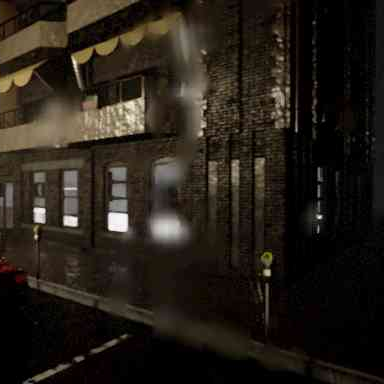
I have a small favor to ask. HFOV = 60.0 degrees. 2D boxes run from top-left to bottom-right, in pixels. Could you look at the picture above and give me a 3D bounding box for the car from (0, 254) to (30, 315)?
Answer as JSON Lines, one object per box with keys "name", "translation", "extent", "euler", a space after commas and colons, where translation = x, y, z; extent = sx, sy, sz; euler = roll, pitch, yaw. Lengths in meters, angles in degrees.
{"name": "car", "translation": [-4.666, 1.539, 6.206], "extent": [4.206, 1.307, 1.802], "euler": [0, 0, 36]}
